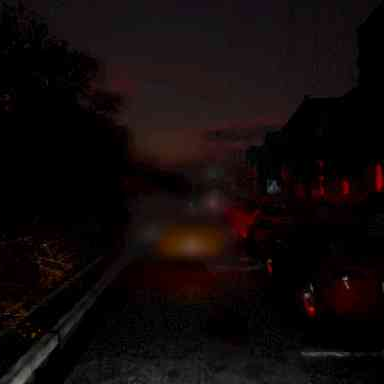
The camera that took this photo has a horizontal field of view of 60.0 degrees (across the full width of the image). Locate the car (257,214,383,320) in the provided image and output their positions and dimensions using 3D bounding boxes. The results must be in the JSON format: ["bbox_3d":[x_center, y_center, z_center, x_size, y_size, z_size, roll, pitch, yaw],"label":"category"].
[{"bbox_3d":[3.048,1.474,7.347,2.163,1.488,4.792,0,0,0],"label":"car"}]

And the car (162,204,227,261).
[{"bbox_3d":[0.030,1.415,12.059,1.882,1.535,5.008,0,0,1],"label":"car"}]

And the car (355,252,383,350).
[{"bbox_3d":[3.050,1.511,1.768,2.002,1.452,4.674,0,0,0],"label":"car"}]

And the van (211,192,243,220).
[{"bbox_3d":[3.045,1.078,29.618,1.878,1.987,4.442,0,0,0],"label":"van"}]

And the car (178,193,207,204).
[{"bbox_3d":[0.024,1.068,26.721,2.150,2.045,5.566,0,1,0],"label":"car"}]

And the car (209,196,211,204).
[{"bbox_3d":[3.043,1.010,35.076,2.435,2.045,5.566,0,0,0],"label":"car"}]
